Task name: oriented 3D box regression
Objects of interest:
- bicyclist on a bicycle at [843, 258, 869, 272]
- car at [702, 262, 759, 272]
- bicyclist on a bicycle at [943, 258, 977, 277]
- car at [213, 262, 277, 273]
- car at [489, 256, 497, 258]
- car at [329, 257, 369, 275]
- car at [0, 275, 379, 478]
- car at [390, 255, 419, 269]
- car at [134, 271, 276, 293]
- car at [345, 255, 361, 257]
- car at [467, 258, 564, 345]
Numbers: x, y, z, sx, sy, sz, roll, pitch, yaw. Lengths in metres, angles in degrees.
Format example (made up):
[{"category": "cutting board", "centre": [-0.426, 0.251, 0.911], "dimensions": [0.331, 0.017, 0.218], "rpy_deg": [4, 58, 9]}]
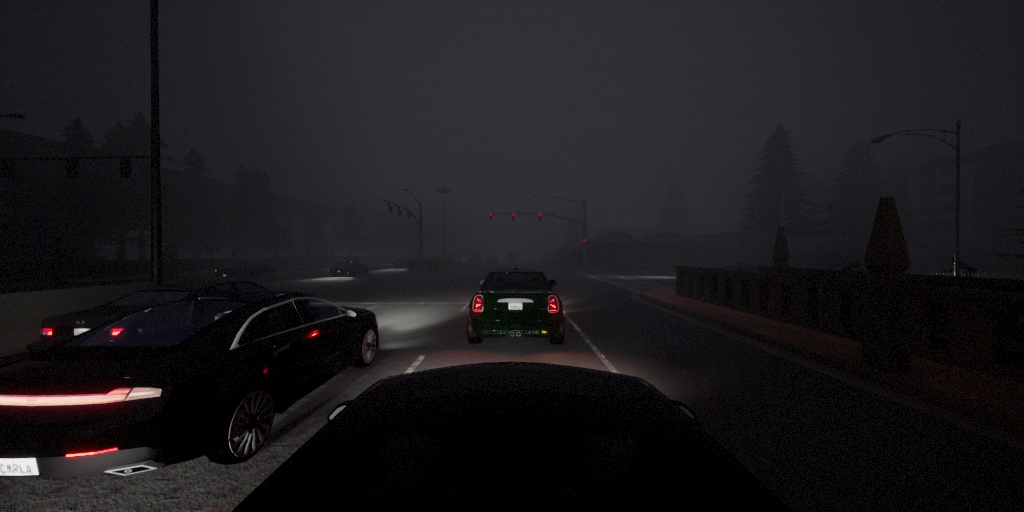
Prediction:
[{"category": "bicyclist on a bicycle", "centre": [17.868, 0.911, 18.630], "dimensions": [0.582, 1.620, 1.656], "rpy_deg": [0, 1, -14]}, {"category": "car", "centre": [18.066, 1.108, 29.328], "dimensions": [4.718, 1.301, 1.895], "rpy_deg": [0, 1, 2]}, {"category": "bicyclist on a bicycle", "centre": [22.202, 0.919, 17.779], "dimensions": [0.582, 1.620, 1.656], "rpy_deg": [0, 0, -35]}, {"category": "car", "centre": [-21.101, 1.115, 28.533], "dimensions": [1.895, 1.301, 4.718], "rpy_deg": [0, 1, 0]}, {"category": "car", "centre": [-3.403, 0.717, 64.319], "dimensions": [2.033, 1.411, 5.357], "rpy_deg": [0, 1, 0]}, {"category": "car", "centre": [-14.100, 1.053, 31.186], "dimensions": [1.994, 1.385, 4.181], "rpy_deg": [0, 1, 0]}, {"category": "car", "centre": [-3.437, 1.224, 4.908], "dimensions": [2.128, 1.511, 4.902], "rpy_deg": [0, 1, 0]}, {"category": "car", "centre": [-14.089, 0.935, 47.259], "dimensions": [1.895, 1.301, 4.718], "rpy_deg": [0, 1, 0]}, {"category": "car", "centre": [-6.921, 1.251, 8.294], "dimensions": [2.033, 1.411, 5.357], "rpy_deg": [0, 1, 0]}, {"category": "car", "centre": [-21.098, 0.689, 46.938], "dimensions": [2.097, 1.767, 4.553], "rpy_deg": [0, 1, 0]}, {"category": "car", "centre": [0.142, 1.048, 9.570], "dimensions": [2.097, 1.767, 4.553], "rpy_deg": [0, 1, 2]}]
